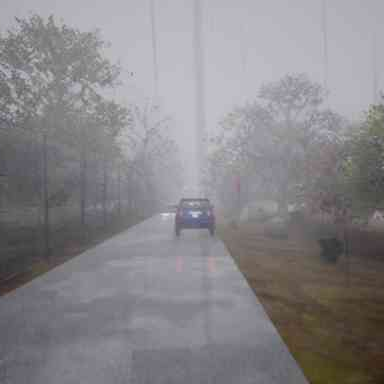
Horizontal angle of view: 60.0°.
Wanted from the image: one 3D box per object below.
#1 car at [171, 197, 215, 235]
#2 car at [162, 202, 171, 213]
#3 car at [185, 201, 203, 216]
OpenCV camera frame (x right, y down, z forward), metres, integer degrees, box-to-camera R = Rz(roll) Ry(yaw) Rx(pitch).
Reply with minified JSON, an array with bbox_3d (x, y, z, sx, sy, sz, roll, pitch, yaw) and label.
[{"bbox_3d":[0.171,1.333,19.670,2.150,2.045,5.566,0,-1,0],"label":"car"},{"bbox_3d":[-2.684,1.997,42.355,1.994,1.385,4.181,0,-1,1],"label":"car"},{"bbox_3d":[0.229,1.851,38.354,1.882,1.535,5.008,0,-1,0],"label":"car"}]
